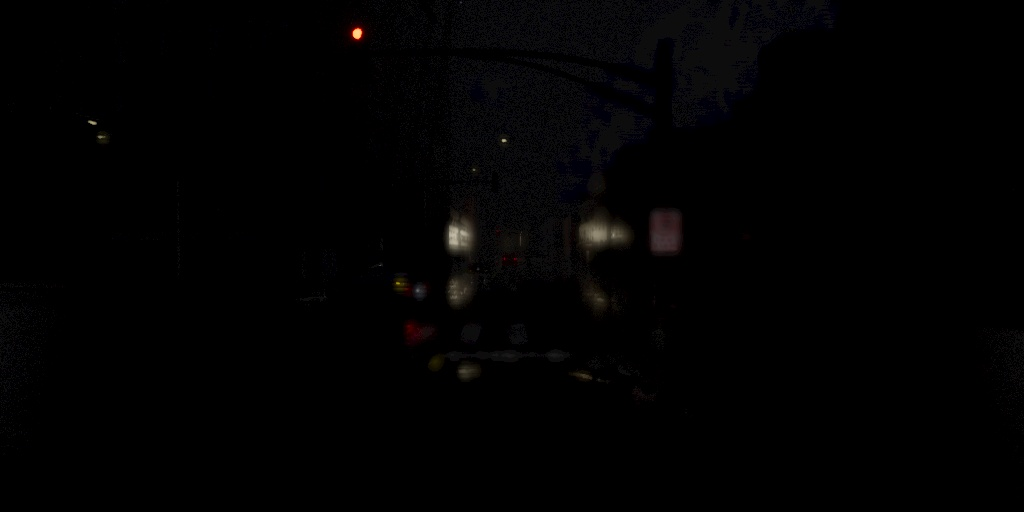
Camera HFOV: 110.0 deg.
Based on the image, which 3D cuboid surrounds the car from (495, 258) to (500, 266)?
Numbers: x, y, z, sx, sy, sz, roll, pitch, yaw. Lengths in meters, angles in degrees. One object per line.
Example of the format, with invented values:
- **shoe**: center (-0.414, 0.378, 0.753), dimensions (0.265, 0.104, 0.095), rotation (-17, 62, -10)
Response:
- **car**: center (-3.000, 0.987, 60.760), dimensions (2.033, 1.411, 5.357), rotation (0, 0, 0)

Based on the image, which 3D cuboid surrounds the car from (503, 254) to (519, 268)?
- **car**: center (-0.198, 0.702, 52.570), dimensions (2.150, 2.045, 5.566), rotation (0, 0, 0)

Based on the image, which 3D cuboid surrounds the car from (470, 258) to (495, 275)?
- **car**: center (-2.977, 1.132, 35.244), dimensions (1.994, 1.385, 4.181), rotation (0, 0, 0)

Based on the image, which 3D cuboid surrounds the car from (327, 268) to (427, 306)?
- **car**: center (-5.777, 1.218, 15.342), dimensions (4.674, 1.442, 1.812), rotation (0, -1, 26)
